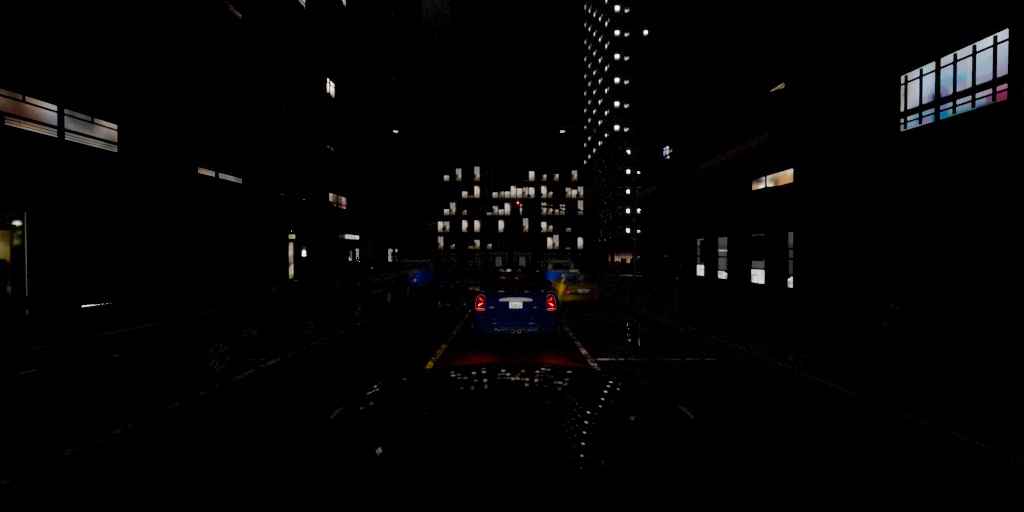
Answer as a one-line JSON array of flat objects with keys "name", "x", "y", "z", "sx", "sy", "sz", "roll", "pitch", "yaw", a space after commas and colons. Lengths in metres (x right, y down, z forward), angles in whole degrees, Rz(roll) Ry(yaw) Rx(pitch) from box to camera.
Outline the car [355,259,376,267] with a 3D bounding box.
[{"name": "car", "x": -15.281, "y": 1.050, "z": 34.864, "sx": 4.553, "sy": 1.767, "sz": 2.097, "roll": 0, "pitch": 1, "yaw": 0}]

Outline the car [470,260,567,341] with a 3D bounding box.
[{"name": "car", "x": 0.085, "y": 1.100, "z": 10.014, "sx": 2.097, "sy": 1.767, "sz": 4.553, "roll": 0, "pitch": 0, "yaw": 0}]

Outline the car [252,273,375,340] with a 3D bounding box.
[{"name": "car", "x": -5.691, "y": 1.314, "z": 9.972, "sx": 1.948, "sy": 1.339, "sz": 4.313, "roll": 0, "pitch": 0, "yaw": 0}]

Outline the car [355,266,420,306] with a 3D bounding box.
[{"name": "car", "x": -5.691, "y": 1.297, "z": 15.574, "sx": 2.007, "sy": 1.370, "sz": 4.403, "roll": 0, "pitch": 0, "yaw": 0}]

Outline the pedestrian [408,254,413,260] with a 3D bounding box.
[{"name": "pedestrian", "x": -12.394, "y": 0.635, "z": 43.577, "sx": 0.375, "sy": 1.860, "sz": 0.375, "roll": 0, "pitch": 1, "yaw": 0}]

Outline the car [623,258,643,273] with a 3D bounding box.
[{"name": "car", "x": 15.232, "y": 1.087, "z": 40.487, "sx": 5.009, "sy": 1.841, "sz": 2.192, "roll": 0, "pitch": 0, "yaw": 0}]

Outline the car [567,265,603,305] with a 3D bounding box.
[{"name": "car", "x": 2.690, "y": 1.272, "z": 15.716, "sx": 1.751, "sy": 1.417, "sz": 4.829, "roll": 0, "pitch": 0, "yaw": 0}]

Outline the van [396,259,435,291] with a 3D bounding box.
[{"name": "van", "x": -5.692, "y": 1.086, "z": 21.176, "sx": 1.690, "sy": 1.789, "sz": 3.998, "roll": 0, "pitch": 0, "yaw": 0}]

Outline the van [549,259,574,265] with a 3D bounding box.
[{"name": "van", "x": 2.689, "y": 1.086, "z": 21.148, "sx": 1.690, "sy": 1.789, "sz": 3.998, "roll": 0, "pitch": 0, "yaw": 0}]

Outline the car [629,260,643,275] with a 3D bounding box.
[{"name": "car", "x": 15.062, "y": 1.371, "z": 37.887, "sx": 4.181, "sy": 1.385, "sz": 1.994, "roll": 0, "pitch": 1, "yaw": 0}]

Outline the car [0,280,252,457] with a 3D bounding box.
[{"name": "car", "x": -5.691, "y": 1.189, "z": 4.371, "sx": 1.967, "sy": 1.591, "sz": 4.097, "roll": 0, "pitch": 0, "yaw": 0}]
